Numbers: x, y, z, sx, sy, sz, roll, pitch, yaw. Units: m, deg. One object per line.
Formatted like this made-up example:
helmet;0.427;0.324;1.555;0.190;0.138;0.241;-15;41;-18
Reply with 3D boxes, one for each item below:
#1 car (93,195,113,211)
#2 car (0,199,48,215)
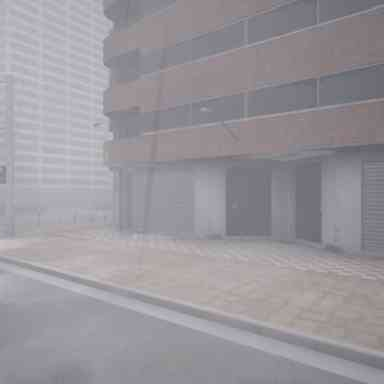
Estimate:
car;-10.058;1.506;41.569;1.837;1.490;4.892;0;0;37
car;-16.770;1.505;32.710;1.837;1.490;4.892;0;0;37
